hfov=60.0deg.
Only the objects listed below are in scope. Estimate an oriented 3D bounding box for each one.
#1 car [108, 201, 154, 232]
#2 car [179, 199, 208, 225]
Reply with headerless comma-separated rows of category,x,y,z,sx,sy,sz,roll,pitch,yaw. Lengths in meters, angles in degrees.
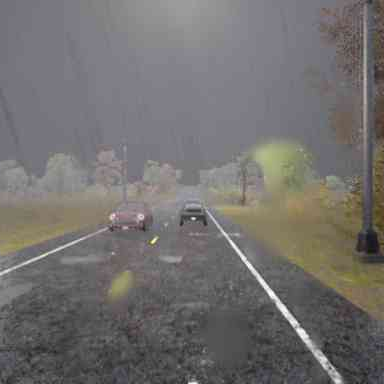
car,-3.591,1.351,20.185,2.097,1.767,4.553,0,0,0
car,0.100,1.502,24.273,1.837,1.490,4.892,0,0,0
